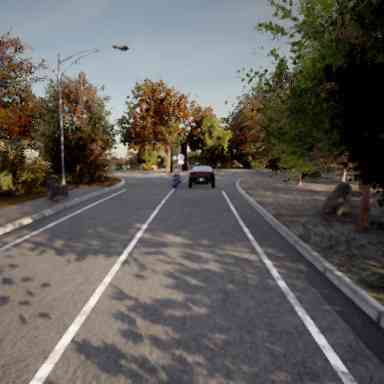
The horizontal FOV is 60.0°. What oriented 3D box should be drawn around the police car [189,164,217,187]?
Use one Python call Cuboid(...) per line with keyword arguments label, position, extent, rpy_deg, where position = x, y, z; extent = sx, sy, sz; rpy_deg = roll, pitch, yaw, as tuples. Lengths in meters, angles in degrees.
Cuboid(label="police car", position=(0.850, -1.317, 25.510), extent=(1.930, 1.638, 5.238), rpy_deg=(0, 6, 5))
